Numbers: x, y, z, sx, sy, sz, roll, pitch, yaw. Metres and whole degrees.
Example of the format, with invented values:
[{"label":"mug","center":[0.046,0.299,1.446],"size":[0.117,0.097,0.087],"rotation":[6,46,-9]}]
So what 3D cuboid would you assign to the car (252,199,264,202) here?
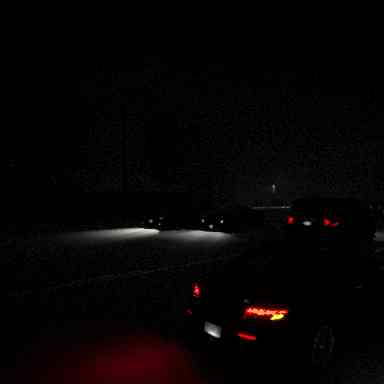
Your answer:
[{"label":"car","center":[12.217,1.984,61.636],"size":[2.033,1.411,5.357],"rotation":[-1,-1,10]}]

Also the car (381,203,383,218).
[{"label":"car","center":[16.549,1.447,31.400],"size":[2.097,1.767,4.553],"rotation":[-1,-1,22]}]

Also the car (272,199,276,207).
[{"label":"car","center":[15.674,1.938,61.093],"size":[2.033,1.411,5.357],"rotation":[-1,-1,10]}]

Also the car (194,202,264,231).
[{"label":"car","center":[2.751,1.619,21.355],"size":[2.033,1.411,5.357],"rotation":[0,-1,38]}]

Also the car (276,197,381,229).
[{"label":"car","center":[6.012,1.248,14.162],"size":[2.150,2.045,5.566],"rotation":[0,0,42]}]

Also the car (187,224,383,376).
[{"label":"car","center":[2.035,1.529,5.579],"size":[4.674,1.442,1.812],"rotation":[0,0,-39]}]

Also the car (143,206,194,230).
[{"label":"car","center":[-1.272,1.642,22.117],"size":[1.994,1.385,4.181],"rotation":[0,-1,39]}]
